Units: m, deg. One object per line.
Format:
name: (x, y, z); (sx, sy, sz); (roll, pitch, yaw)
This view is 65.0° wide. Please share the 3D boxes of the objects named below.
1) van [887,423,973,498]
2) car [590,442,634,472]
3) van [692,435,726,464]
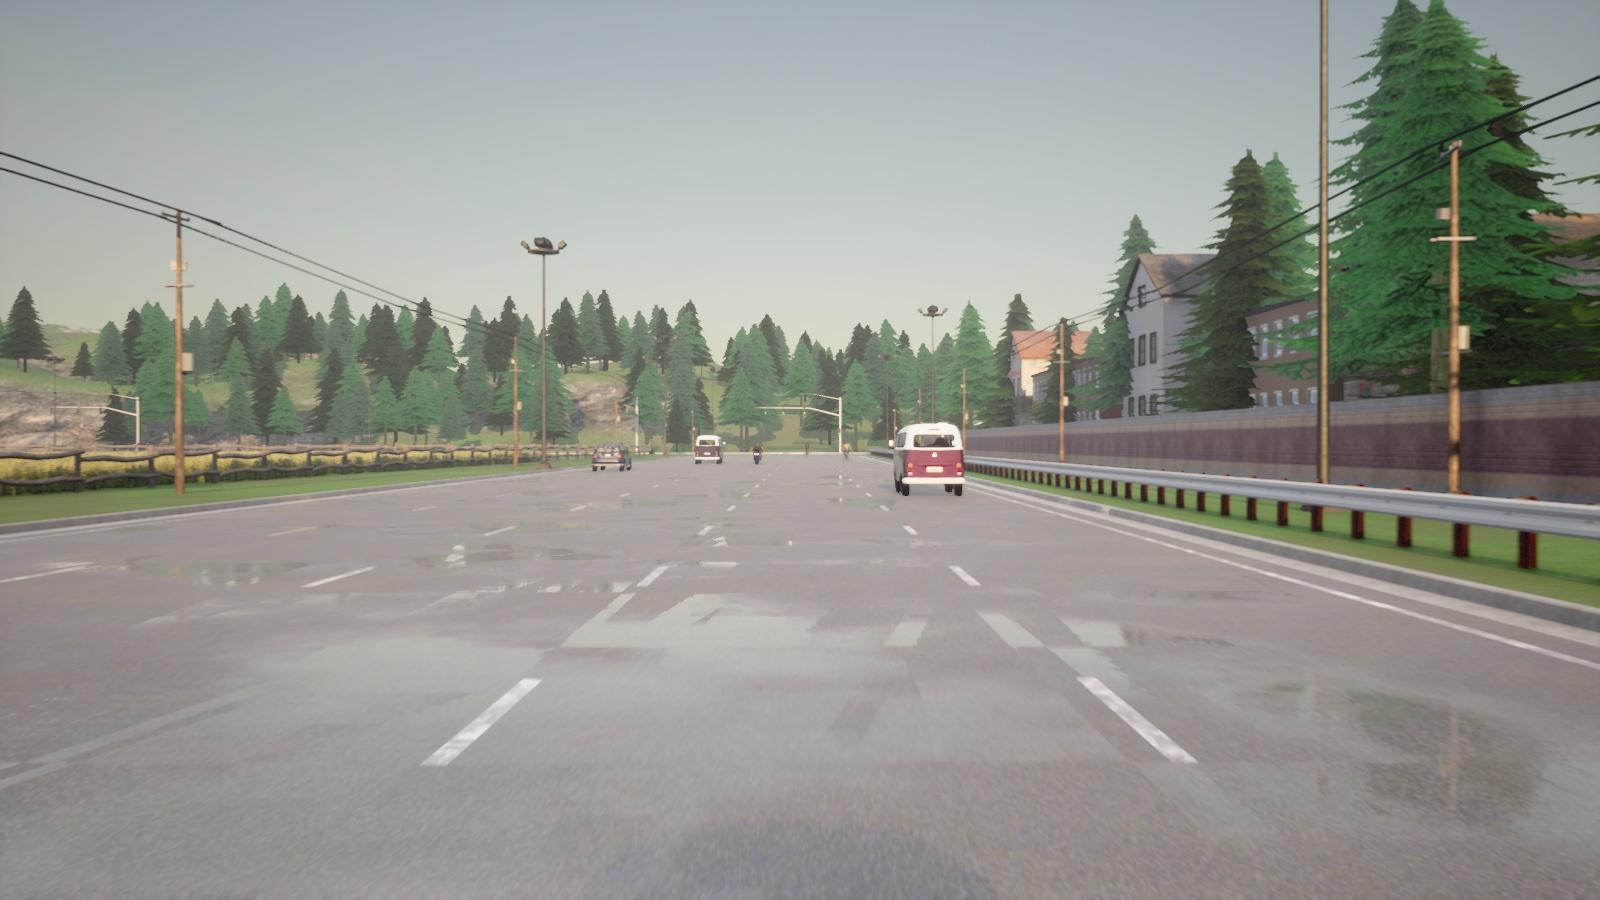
van: (3.722, 0.272, 36.613); (2.069, 2.038, 4.480); (0, 0, 0)
car: (-10.103, 0.347, 67.534); (1.789, 1.549, 3.705); (0, 0, 0)
van: (-6.479, -0.026, 89.705); (2.069, 2.038, 4.480); (0, 0, 0)
